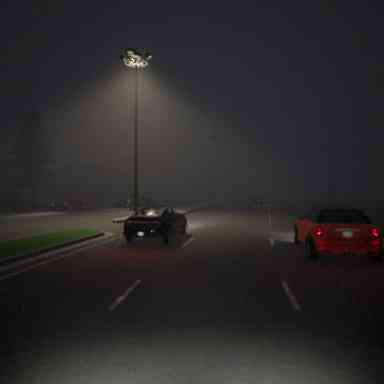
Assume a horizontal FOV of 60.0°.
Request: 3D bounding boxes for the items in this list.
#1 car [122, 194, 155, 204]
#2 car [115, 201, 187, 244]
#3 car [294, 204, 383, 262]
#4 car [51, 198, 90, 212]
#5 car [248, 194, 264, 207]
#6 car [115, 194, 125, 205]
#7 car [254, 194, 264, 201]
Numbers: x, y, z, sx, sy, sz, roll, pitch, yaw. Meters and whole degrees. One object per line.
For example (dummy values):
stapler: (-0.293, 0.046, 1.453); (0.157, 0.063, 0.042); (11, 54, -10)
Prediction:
car: (-5.385, 1.220, 35.920); (1.837, 1.490, 4.892); (0, 0, 13)
car: (-1.509, 1.370, 15.172); (2.128, 1.511, 4.902); (0, 0, 11)
car: (4.989, 1.256, 11.964); (2.097, 1.767, 4.553); (0, 0, 10)
car: (-12.743, 1.322, 35.133); (1.895, 1.301, 4.718); (0, 0, 13)
car: (8.217, 1.183, 43.029); (1.812, 1.442, 4.674); (0, 1, 13)
car: (-7.775, 1.026, 41.190); (2.097, 1.767, 4.553); (0, 0, 13)
car: (13.164, 1.081, 65.329); (1.895, 1.301, 4.718); (0, 0, 13)
